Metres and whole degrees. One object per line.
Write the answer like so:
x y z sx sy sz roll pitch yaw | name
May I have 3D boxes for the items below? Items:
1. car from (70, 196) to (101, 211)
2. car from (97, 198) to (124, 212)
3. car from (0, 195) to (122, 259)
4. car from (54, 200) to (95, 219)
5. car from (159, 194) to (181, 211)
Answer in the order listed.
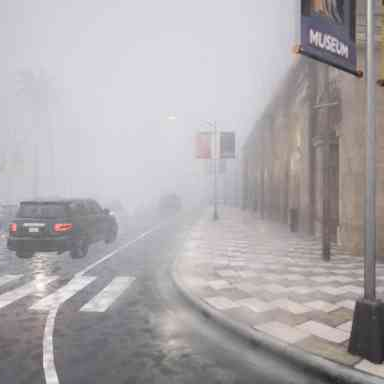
-13.140 1.346 41.480 2.097 1.767 4.553 0 0 5 | car
-9.741 1.520 40.043 1.812 1.442 4.674 0 0 5 | car
-4.612 1.254 12.748 2.150 2.045 5.566 0 0 4 | car
-10.515 1.521 30.184 1.812 1.442 4.674 0 0 5 | car
-2.611 1.264 40.503 2.150 2.045 5.566 0 0 4 | car
